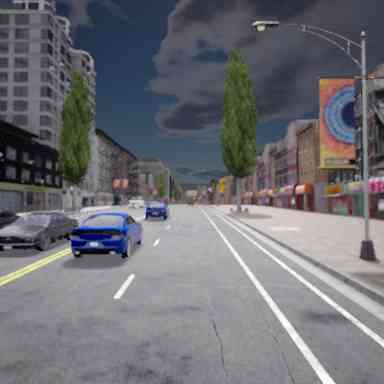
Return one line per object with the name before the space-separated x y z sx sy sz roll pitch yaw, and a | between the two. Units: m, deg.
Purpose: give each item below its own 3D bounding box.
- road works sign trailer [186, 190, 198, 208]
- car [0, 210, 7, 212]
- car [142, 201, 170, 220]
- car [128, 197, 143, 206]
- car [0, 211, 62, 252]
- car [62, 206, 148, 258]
road works sign trailer | -0.017 1.333 66.747 2.380 3.560 2.880 0 -1 0
car | -9.853 1.613 16.184 1.812 1.442 4.674 0 0 0
car | -3.159 1.717 31.096 1.882 1.535 5.008 0 -1 0
car | -9.795 1.915 58.528 2.150 2.045 5.566 0 -1 1
car | -6.604 1.624 14.589 2.033 1.411 5.357 0 0 0
car | -3.155 1.547 13.169 1.882 1.535 5.008 0 0 0
